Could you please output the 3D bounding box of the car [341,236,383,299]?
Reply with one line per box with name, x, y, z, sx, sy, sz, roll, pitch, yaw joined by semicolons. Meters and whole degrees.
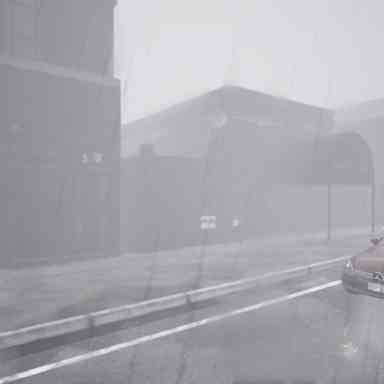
car;5.282;1.470;7.466;4.674;1.442;1.812;-1;0;-36
